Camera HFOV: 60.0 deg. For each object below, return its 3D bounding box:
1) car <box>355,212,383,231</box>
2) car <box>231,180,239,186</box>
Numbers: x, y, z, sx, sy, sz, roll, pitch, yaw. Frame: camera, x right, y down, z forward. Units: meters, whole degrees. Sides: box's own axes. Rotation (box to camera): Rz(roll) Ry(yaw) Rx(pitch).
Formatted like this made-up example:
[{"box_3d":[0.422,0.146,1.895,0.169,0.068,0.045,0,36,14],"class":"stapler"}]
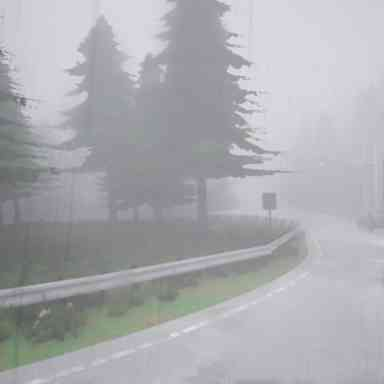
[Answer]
[{"box_3d":[13.473,2.116,24.373,1.895,1.301,4.718,-2,-2,12],"class":"car"},{"box_3d":[9.548,-2.329,81.352,2.033,1.411,5.357,-4,7,-17],"class":"car"}]
